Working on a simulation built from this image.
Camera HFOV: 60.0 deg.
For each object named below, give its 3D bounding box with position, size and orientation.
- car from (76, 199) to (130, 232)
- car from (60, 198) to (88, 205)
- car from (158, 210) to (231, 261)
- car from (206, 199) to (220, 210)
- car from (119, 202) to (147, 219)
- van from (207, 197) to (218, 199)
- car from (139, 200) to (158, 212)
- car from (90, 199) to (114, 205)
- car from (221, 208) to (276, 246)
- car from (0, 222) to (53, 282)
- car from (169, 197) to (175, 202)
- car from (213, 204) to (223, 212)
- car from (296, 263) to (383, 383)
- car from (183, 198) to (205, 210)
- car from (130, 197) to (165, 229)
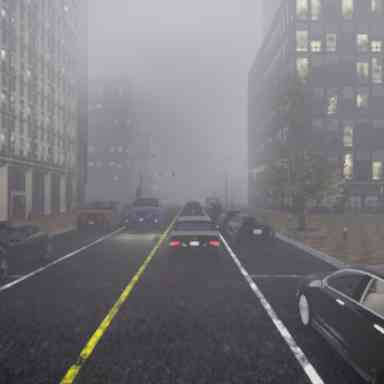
[{"bbox_3d":[-5.687,1.441,21.278,2.192,1.841,5.009,0,0,0],"label":"car"},{"bbox_3d":[-22.963,1.870,64.804,4.829,1.417,1.752,0,-1,0],"label":"car"},{"bbox_3d":[0.085,1.621,12.560,2.033,1.411,5.357,0,0,0],"label":"car"},{"bbox_3d":[2.658,1.816,38.318,1.802,1.307,4.206,0,0,0],"label":"car"},{"bbox_3d":[-5.689,1.742,32.655,1.887,1.381,4.507,0,0,0],"label":"car"},{"bbox_3d":[2.658,1.612,44.008,1.690,1.788,3.998,0,0,0],"label":"van"},{"bbox_3d":[-5.690,1.837,44.032,1.947,1.339,4.313,0,0,0],"label":"car"},{"bbox_3d":[-17.470,1.937,64.817,4.206,1.307,1.802,0,-1,0],"label":"car"},{"bbox_3d":[2.660,1.657,15.562,1.947,1.339,4.313,0,0,0],"label":"car"},{"bbox_3d":[-5.687,1.624,9.899,1.947,1.339,4.313,0,0,0],"label":"car"},{"bbox_3d":[-5.695,2.157,94.160,1.752,1.417,4.829,0,0,0],"label":"car"},{"bbox_3d":[2.660,1.691,21.251,1.947,1.339,4.313,0,0,0],"label":"car"},{"bbox_3d":[2.662,1.575,4.184,2.008,1.369,4.403,0,0,0],"label":"car"},{"bbox_3d":[0.094,1.685,34.181,1.882,1.535,5.008,0,0,0],"label":"car"},{"bbox_3d":[-3.103,1.361,23.056,2.150,2.045,5.566,0,-1,0],"label":"car"}]
